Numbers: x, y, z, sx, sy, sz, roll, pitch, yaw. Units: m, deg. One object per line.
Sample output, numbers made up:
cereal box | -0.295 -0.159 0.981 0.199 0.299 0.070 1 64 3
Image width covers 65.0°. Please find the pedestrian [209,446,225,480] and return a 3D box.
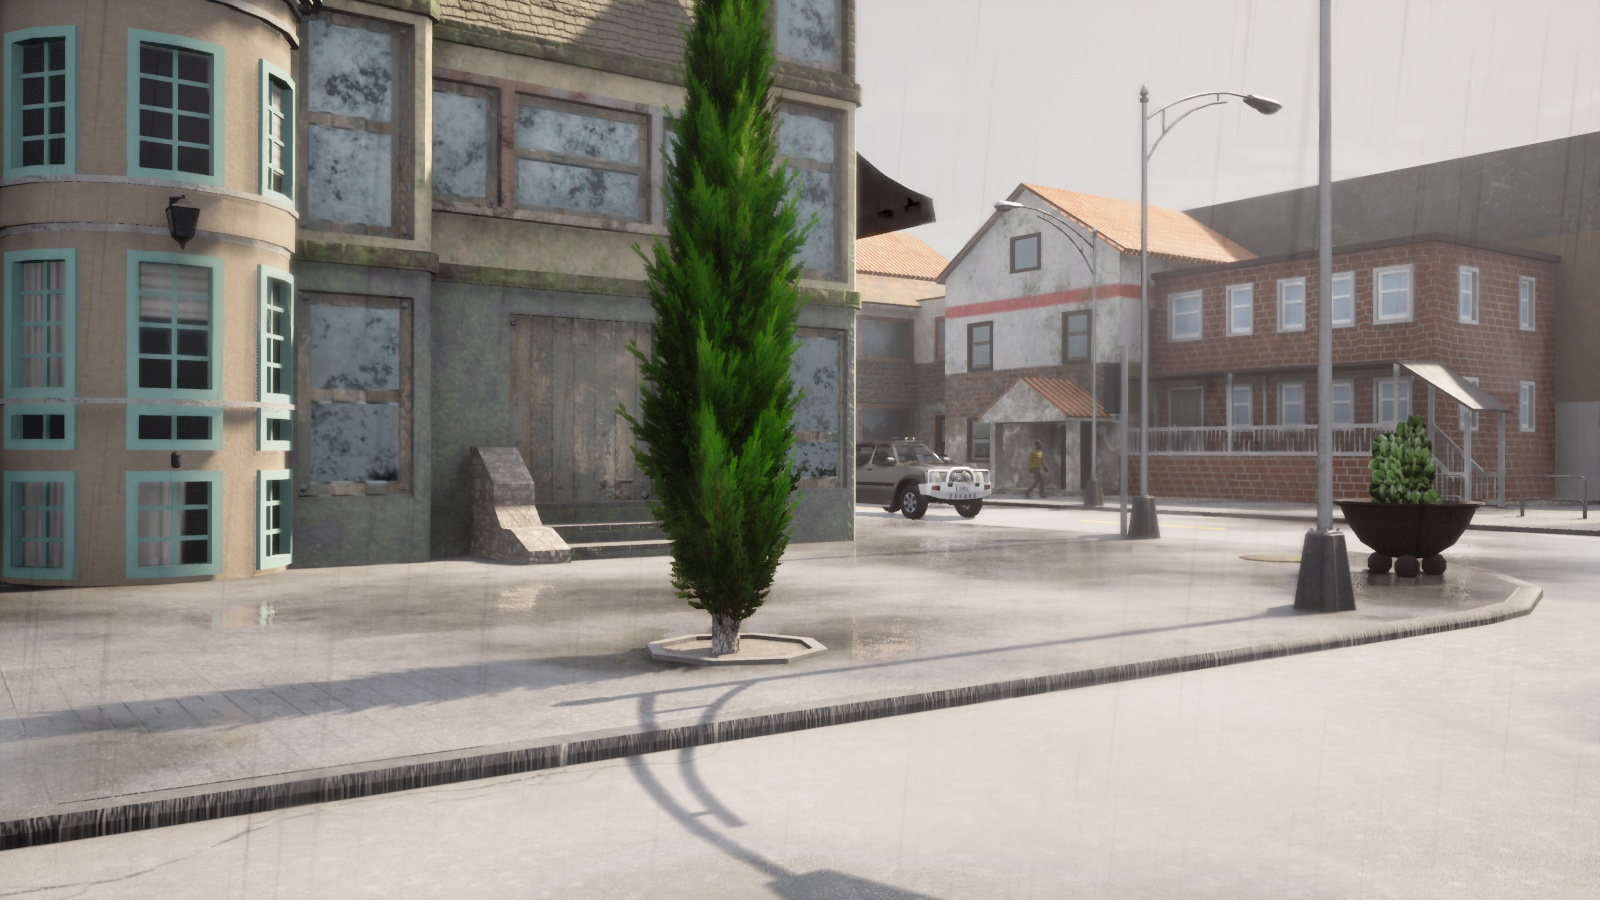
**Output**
pedestrian | -31.893 0.687 68.659 0.634 1.844 0.899 0 0 -35

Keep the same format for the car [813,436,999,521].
car | 2.406 0.629 29.817 1.932 1.855 4.605 0 0 -34

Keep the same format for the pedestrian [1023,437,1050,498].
pedestrian | 7.280 0.534 38.677 0.709 1.840 0.431 0 0 41
